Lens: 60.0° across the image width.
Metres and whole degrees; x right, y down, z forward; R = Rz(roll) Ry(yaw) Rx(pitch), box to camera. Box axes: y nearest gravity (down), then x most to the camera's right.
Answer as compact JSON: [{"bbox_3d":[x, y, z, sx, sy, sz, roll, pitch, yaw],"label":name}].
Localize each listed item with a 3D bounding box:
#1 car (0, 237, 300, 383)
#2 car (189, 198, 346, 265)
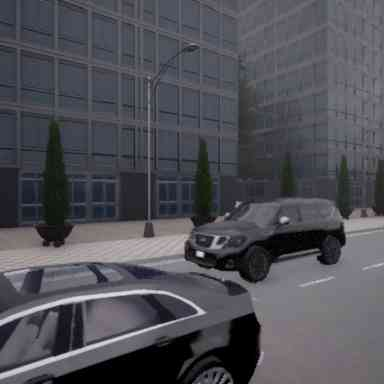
[{"bbox_3d":[-1.494,1.491,2.898,4.902,1.511,2.128,0,0,-36],"label":"car"},{"bbox_3d":[2.439,1.220,10.110,5.566,2.045,2.150,0,0,-36],"label":"car"}]
